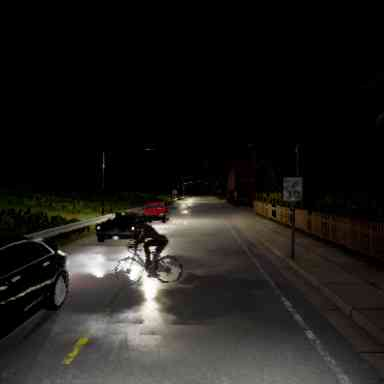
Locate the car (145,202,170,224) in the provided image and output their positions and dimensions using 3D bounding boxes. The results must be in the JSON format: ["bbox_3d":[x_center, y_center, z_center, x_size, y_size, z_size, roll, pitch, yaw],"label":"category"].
[{"bbox_3d":[-2.739,1.525,25.158,1.812,1.442,4.674,0,0,2],"label":"car"}]

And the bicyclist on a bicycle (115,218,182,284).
[{"bbox_3d":[-1.074,1.452,8.094,1.656,1.620,0.582,-2,0,2],"label":"bicyclist on a bicycle"}]

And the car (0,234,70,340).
[{"bbox_3d":[-3.493,1.505,5.054,1.837,1.490,4.892,0,0,2],"label":"car"}]

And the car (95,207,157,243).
[{"bbox_3d":[-3.117,1.600,16.088,1.895,1.301,4.718,0,0,2],"label":"car"}]
